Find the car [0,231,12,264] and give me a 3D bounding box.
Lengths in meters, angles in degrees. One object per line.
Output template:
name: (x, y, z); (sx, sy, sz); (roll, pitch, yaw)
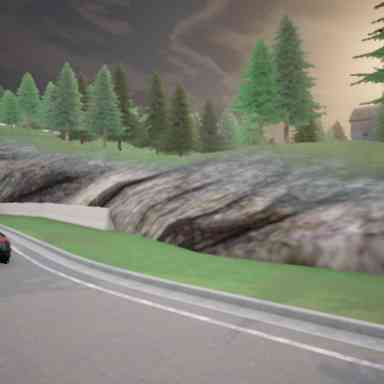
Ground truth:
car: (-7.478, 1.579, 11.123); (1.994, 1.385, 4.181); (0, 0, -39)
